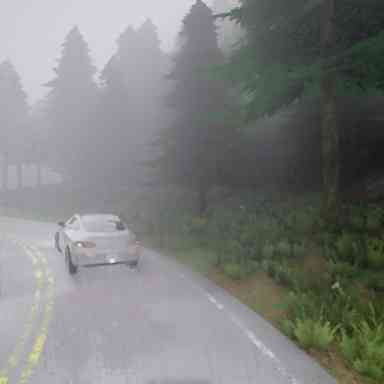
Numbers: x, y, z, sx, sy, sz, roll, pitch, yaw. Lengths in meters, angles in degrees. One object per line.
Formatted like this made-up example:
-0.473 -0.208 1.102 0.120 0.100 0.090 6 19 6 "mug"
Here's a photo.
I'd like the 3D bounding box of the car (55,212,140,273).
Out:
-2.965 1.338 10.110 1.812 1.442 4.674 1 1 -27 "car"
